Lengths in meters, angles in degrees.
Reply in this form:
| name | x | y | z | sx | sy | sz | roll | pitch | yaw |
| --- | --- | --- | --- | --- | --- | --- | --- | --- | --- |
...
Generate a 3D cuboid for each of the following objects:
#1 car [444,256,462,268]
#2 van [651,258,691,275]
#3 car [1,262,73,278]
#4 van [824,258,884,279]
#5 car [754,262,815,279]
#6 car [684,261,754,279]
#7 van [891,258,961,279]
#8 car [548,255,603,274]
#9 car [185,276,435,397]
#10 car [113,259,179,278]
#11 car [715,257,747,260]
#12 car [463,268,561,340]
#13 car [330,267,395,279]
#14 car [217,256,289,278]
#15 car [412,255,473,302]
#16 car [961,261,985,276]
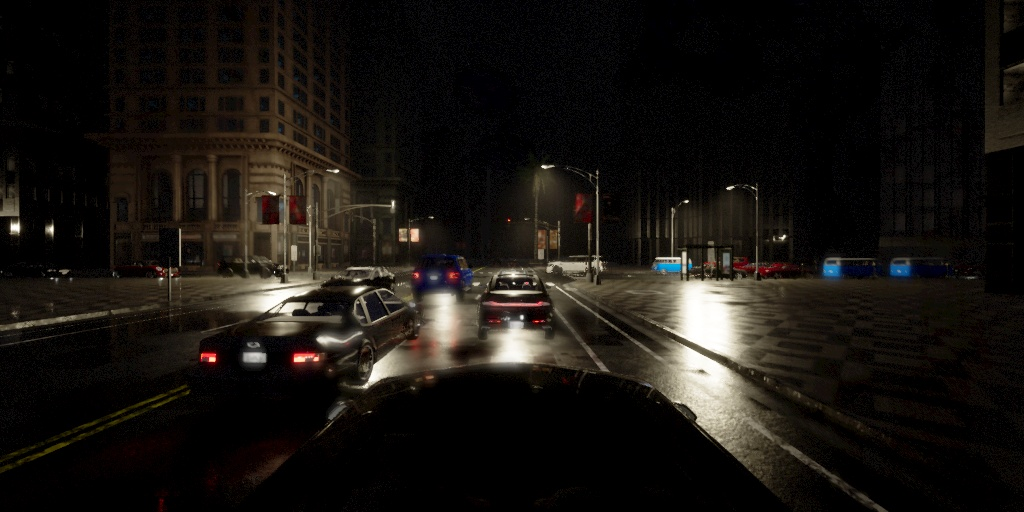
| name | x | y | z | sx | sy | sz | roll | pitch | yaw |
| --- | --- | --- | --- | --- | --- | --- | --- | --- | --- |
| car | -9.835 | 0.974 | 60.141 | 2.150 | 2.045 | 5.566 | 0 | 0 | 0 |
| van | 17.064 | 1.065 | 38.356 | 3.998 | 1.789 | 1.690 | 0 | 0 | 0 |
| car | -43.147 | 1.289 | 32.635 | 4.902 | 1.511 | 2.128 | 0 | 0 | 0 |
| van | 28.424 | 1.082 | 29.836 | 3.998 | 1.789 | 1.690 | 0 | 0 | 0 |
| car | 22.747 | 1.326 | 29.833 | 4.207 | 1.307 | 1.802 | 0 | 0 | 0 |
| car | 17.069 | 1.299 | 29.831 | 4.403 | 1.370 | 2.007 | 0 | 0 | 0 |
| van | 34.101 | 1.080 | 29.838 | 3.998 | 1.789 | 1.690 | 0 | 0 | 0 |
| car | 6.372 | 0.960 | 36.394 | 5.566 | 2.045 | 2.150 | 0 | 1 | 10 |
| car | -3.148 | 1.297 | 6.912 | 2.033 | 1.411 | 5.357 | 0 | 0 | 0 |
| car | -33.164 | 1.137 | 32.582 | 4.553 | 1.767 | 2.097 | 0 | 0 | 0 |
| car | 22.741 | 1.035 | 38.358 | 5.009 | 1.841 | 2.192 | 0 | 0 | 0 |
| car | 0.093 | 1.240 | 9.981 | 2.128 | 1.511 | 4.902 | 0 | 0 | 0 |
| car | -6.615 | 1.242 | 15.833 | 2.128 | 1.511 | 4.902 | 0 | 0 | 0 |
| car | -23.445 | 0.996 | 32.528 | 5.566 | 2.045 | 2.150 | 0 | 0 | 0 |
| car | -3.152 | 0.972 | 17.153 | 2.150 | 2.045 | 5.566 | 0 | 0 | 0 |
| car | 46.631 | 1.199 | 35.621 | 5.008 | 1.535 | 1.882 | 0 | 0 | 0 |
